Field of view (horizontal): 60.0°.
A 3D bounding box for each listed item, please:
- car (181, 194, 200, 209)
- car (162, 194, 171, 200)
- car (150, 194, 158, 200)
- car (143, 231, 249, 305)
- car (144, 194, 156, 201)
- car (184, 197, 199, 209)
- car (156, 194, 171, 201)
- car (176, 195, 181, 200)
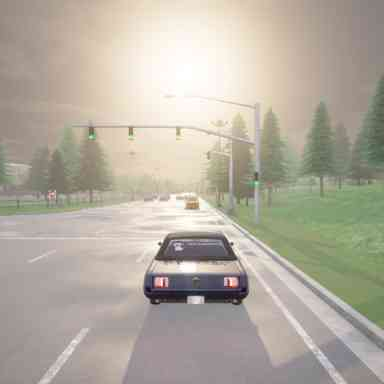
[{"bbox_3d":[-0.075,1.095,46.170,1.882,1.535,5.008,-3,16,-4],"label":"car"},{"bbox_3d":[-6.854,1.372,90.754,2.033,1.411,5.357,0,0,0],"label":"car"},{"bbox_3d":[-10.354,1.332,90.760,1.837,1.490,4.892,0,0,0],"label":"car"},{"bbox_3d":[0.092,1.601,8.035,1.895,1.301,4.718,0,0,0],"label":"car"},{"bbox_3d":[-10.371,1.531,80.340,2.033,1.411,5.357,0,0,0],"label":"car"},{"bbox_3d":[-0.015,1.576,49.703,2.033,1.411,5.357,-1,1,2],"label":"car"},{"bbox_3d":[-6.871,1.531,80.334,2.033,1.411,5.357,0,0,0],"label":"car"},{"bbox_3d":[-3.353,1.553,91.162,1.994,1.385,4.181,0,0,0],"label":"car"}]
